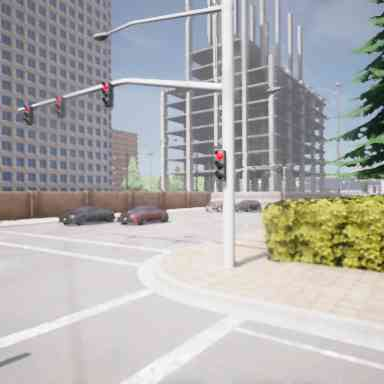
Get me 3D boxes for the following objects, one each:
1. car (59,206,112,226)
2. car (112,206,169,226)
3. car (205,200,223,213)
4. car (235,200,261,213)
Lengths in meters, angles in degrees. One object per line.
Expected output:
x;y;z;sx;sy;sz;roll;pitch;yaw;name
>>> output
-7.956;1.775;25.431;1.994;1.385;4.181;-1;0;35;car
-3.635;1.750;25.473;1.994;1.385;4.181;-1;0;35;car
3.429;1.737;41.401;1.812;1.442;4.674;-1;-1;36;car
6.627;1.691;39.855;1.837;1.490;4.892;-1;-1;36;car
